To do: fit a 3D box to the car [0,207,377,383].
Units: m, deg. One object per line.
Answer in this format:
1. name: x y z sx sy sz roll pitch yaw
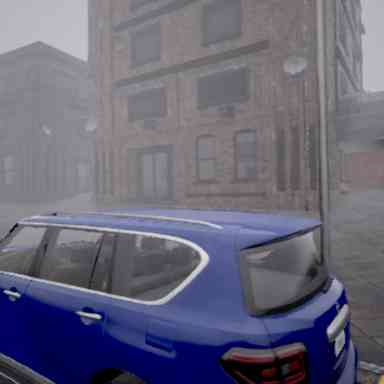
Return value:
1. car: -1.078 1.208 4.066 5.566 2.045 2.435 0 0 35
